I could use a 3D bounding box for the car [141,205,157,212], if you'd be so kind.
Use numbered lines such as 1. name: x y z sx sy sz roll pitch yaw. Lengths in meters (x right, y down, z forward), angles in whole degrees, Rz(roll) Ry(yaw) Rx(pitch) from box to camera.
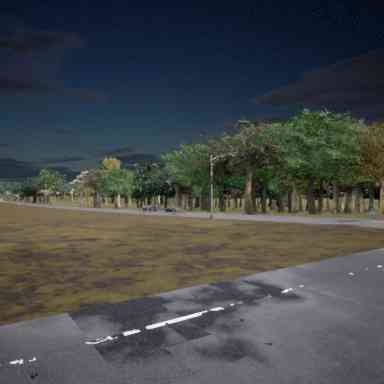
1. car: -9.263 3.559 71.755 1.837 1.490 4.892 1 -2 -33

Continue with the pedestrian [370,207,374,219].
1. pedestrian: 19.252 2.203 35.553 0.375 1.300 0.375 -2 1 -33

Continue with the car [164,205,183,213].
1. car: -3.494 3.250 63.143 2.128 1.511 4.902 1 -2 -33
